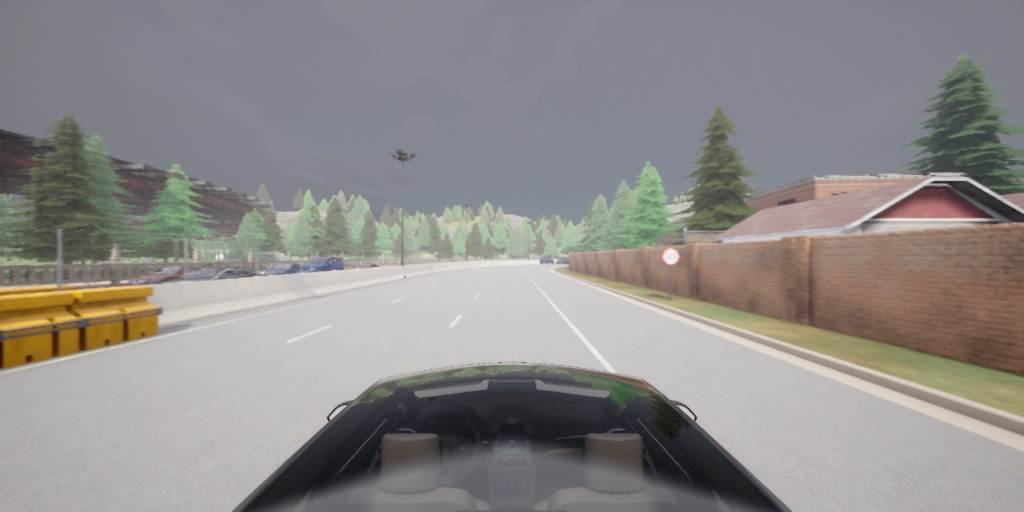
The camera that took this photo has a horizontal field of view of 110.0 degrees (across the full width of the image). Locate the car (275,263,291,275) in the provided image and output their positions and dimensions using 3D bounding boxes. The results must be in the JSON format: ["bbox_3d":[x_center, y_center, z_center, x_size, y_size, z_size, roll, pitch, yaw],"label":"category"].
[{"bbox_3d":[-21.028,1.383,33.645,1.812,1.442,4.674,0,0,0],"label":"car"}]

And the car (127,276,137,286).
[{"bbox_3d":[-21.084,1.345,22.476,1.812,1.442,4.674,0,0,0],"label":"car"}]

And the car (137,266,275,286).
[{"bbox_3d":[-14.104,1.290,17.062,2.128,1.511,4.902,0,0,0],"label":"car"}]

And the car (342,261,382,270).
[{"bbox_3d":[-14.029,1.385,34.473,1.882,1.535,5.008,0,0,0],"label":"car"}]

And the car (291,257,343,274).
[{"bbox_3d":[-17.538,1.084,33.286,2.150,2.045,5.566,0,-1,0],"label":"car"}]
